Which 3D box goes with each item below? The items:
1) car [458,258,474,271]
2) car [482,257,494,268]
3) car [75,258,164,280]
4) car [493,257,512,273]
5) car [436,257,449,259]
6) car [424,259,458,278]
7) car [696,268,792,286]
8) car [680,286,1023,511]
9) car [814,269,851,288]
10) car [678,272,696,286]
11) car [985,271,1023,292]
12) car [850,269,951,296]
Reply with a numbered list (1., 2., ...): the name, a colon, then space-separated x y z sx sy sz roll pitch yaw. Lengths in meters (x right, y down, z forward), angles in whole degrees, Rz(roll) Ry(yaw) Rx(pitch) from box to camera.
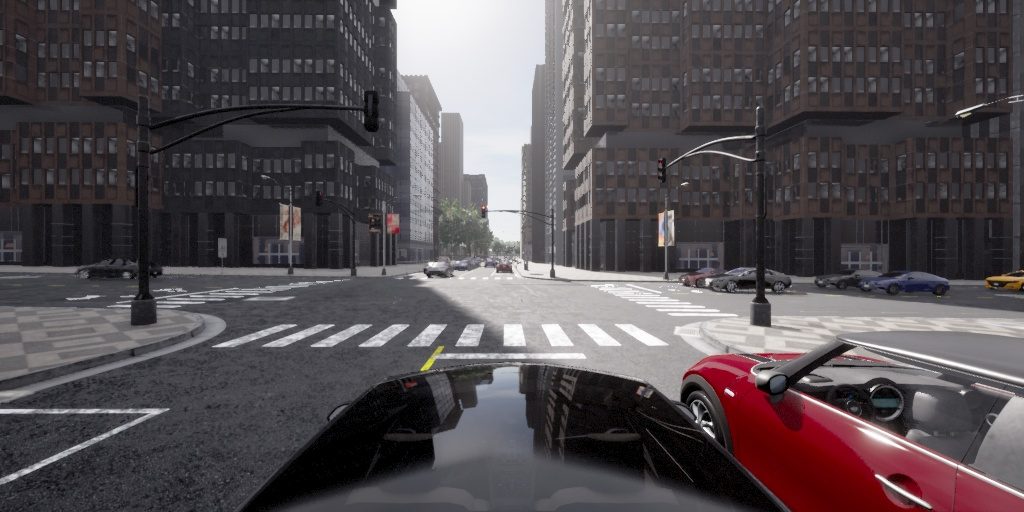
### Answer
1. car: -6.881 1.319 49.834 2.033 1.411 5.357 0 0 -1
2. car: -3.896 1.332 65.019 1.812 1.442 4.674 0 0 -1
3. car: -27.415 0.893 25.114 4.892 1.490 1.837 1 0 -1
4. car: -0.930 1.197 43.604 1.967 1.591 4.097 0 0 -1
5. car: -9.531 1.084 48.910 2.192 1.841 5.009 0 0 -1
6. car: -6.602 1.282 33.367 2.033 1.411 5.357 0 0 -1
7. car: 14.675 1.478 22.433 4.902 1.511 2.128 1 0 -1
8. car: 2.760 1.190 2.240 1.967 1.591 4.097 0 0 0
9. car: 24.534 1.652 25.814 4.674 1.442 1.812 1 0 -1
10. car: 14.259 1.541 25.675 4.181 1.385 1.994 1 0 0
11. car: 37.545 1.794 25.975 5.008 1.535 1.882 0 0 -1
12. car: 24.615 1.656 22.554 4.674 1.442 1.812 1 0 -1
